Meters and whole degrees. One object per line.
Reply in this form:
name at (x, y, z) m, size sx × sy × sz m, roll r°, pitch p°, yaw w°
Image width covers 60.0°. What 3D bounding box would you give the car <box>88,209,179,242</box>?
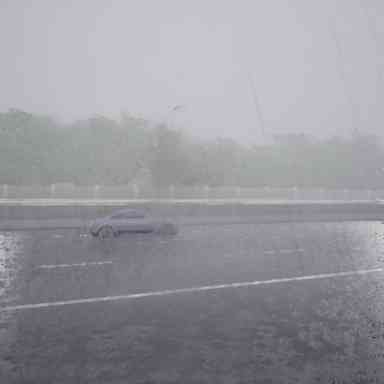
car at (-2.736, 1.511, 15.815) m, size 4.181 × 1.385 × 1.994 m, roll 0°, pitch 0°, yaw -20°
